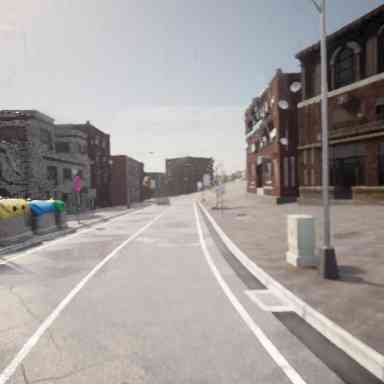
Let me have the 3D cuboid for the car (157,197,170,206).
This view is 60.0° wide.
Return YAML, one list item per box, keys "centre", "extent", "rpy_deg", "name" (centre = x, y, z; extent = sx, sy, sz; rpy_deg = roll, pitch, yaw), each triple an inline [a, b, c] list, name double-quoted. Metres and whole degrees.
- centre: [-4.862, 1.636, 57.383]
  extent: [1.994, 1.385, 4.181]
  rpy_deg: [-2, 0, 0]
  name: "car"
